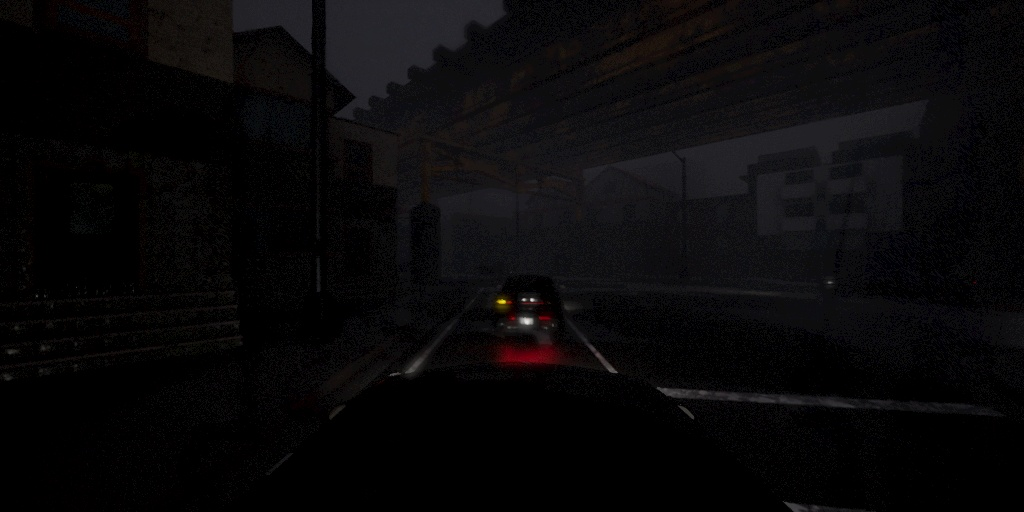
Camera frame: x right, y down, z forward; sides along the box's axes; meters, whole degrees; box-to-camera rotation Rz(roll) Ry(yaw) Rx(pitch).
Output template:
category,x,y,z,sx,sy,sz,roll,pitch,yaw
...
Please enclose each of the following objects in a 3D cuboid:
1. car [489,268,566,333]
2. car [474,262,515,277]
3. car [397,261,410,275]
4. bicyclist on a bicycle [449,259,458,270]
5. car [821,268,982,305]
category,x,y,z,sx,sy,sz,roll,pitch,yaw
car,0.551,1.282,10.853,1.837,1.490,4.892,0,0,5
car,-1.788,1.335,35.590,2.128,1.511,4.902,0,0,-45
car,-11.216,1.361,39.865,1.837,1.490,4.892,0,0,-44
bicyclist on a bicycle,-8.577,1.195,52.796,1.656,1.620,0.582,0,0,-45
car,17.307,1.282,16.314,2.128,1.511,4.902,0,0,-45
